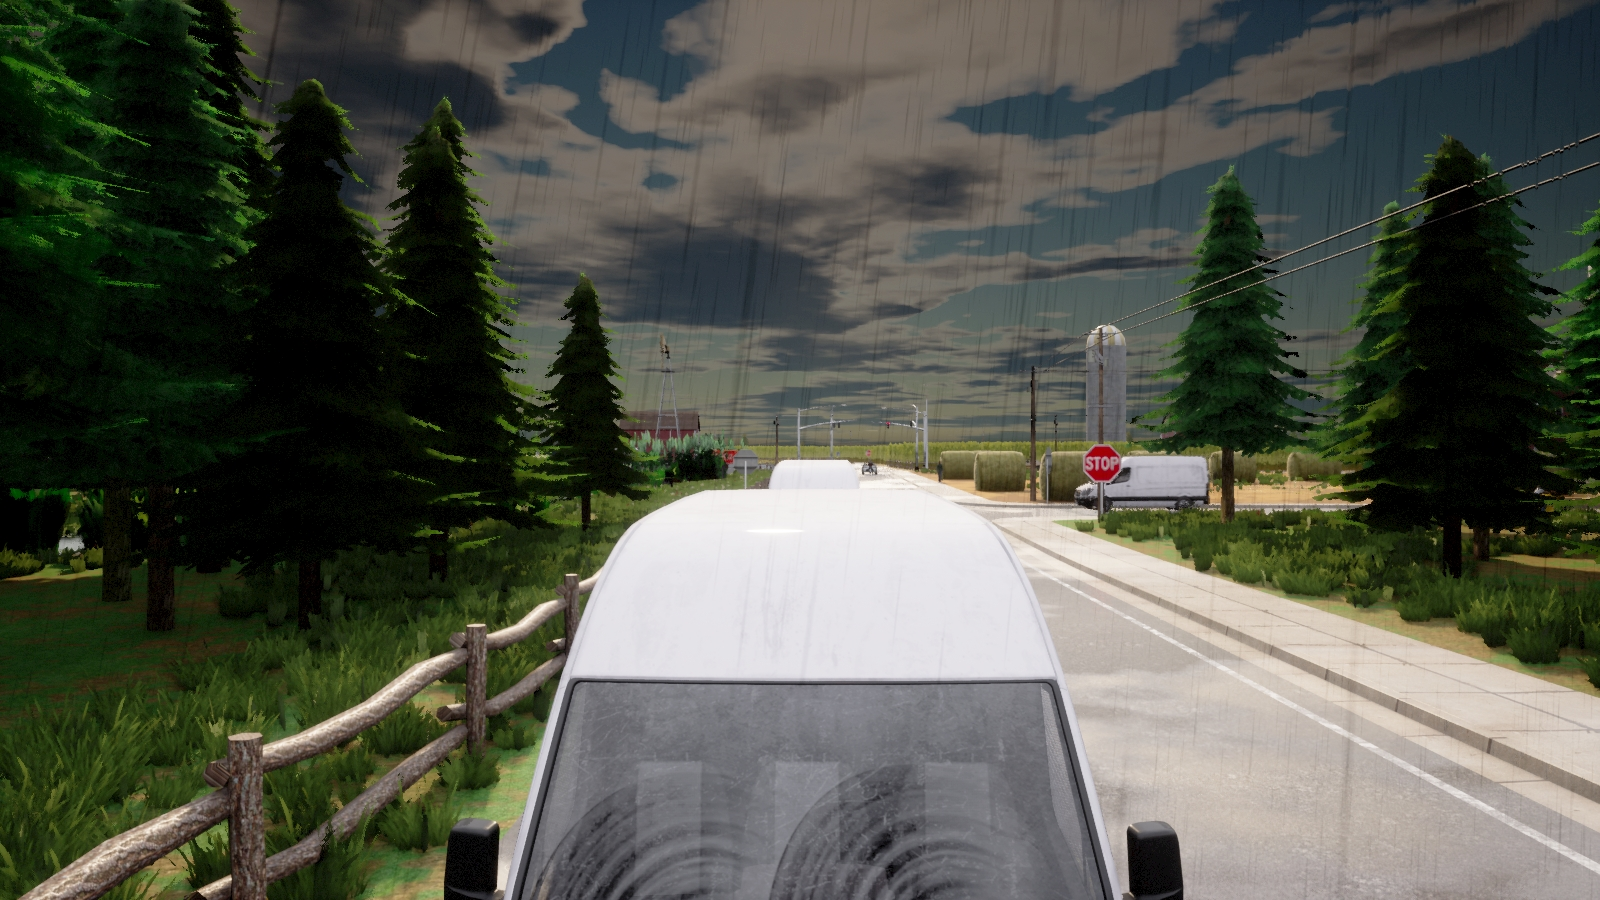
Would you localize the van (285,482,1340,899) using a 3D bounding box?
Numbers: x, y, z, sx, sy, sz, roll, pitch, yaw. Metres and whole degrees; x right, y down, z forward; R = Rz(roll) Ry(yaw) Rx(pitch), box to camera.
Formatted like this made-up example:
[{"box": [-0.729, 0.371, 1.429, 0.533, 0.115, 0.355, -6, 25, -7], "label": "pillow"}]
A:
[{"box": [0.056, 1.508, 5.110, 1.988, 2.561, 5.915, 0, 0, 1], "label": "van"}]

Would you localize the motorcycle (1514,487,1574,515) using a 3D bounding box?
[{"box": [32.009, 2.186, 49.178, 2.033, 1.199, 0.803, 0, 0, -1], "label": "motorcycle"}]

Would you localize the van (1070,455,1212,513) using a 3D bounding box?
[{"box": [15.608, 1.535, 52.538, 5.915, 2.561, 1.988, 0, 0, 0], "label": "van"}]
